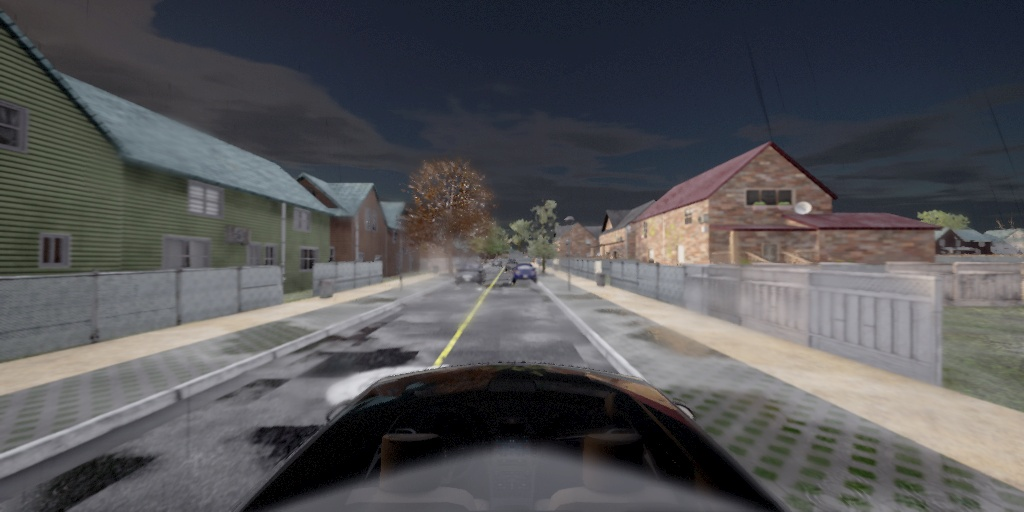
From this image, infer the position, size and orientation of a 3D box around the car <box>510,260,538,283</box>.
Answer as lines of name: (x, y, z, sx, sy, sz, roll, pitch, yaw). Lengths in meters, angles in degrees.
car: (0.964, 1.283, 27.641, 1.812, 1.442, 4.674, 0, 0, 0)

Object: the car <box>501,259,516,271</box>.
car: (0.021, 1.263, 48.736, 2.128, 1.511, 4.902, 0, 0, 0)

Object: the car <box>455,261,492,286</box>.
car: (-2.844, 1.247, 25.441, 2.128, 1.511, 4.902, 0, 0, 0)
